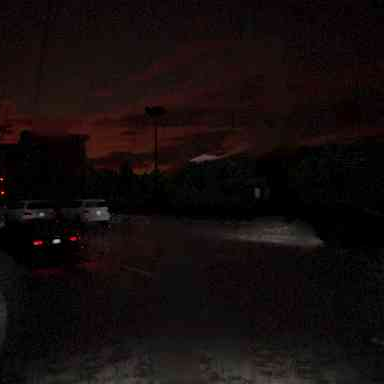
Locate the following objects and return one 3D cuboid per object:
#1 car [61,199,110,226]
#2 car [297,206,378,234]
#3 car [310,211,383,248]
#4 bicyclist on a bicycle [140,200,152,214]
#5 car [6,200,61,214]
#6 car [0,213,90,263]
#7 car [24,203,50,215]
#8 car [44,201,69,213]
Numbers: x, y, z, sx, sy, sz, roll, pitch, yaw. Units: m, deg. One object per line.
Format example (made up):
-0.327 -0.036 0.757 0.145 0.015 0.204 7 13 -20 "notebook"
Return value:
-8.410 1.577 25.654 2.150 2.045 5.566 0 0 -42 "car"
8.070 1.517 17.664 1.882 1.535 5.008 0 -1 -42 "car"
7.441 1.609 13.106 1.895 1.301 4.718 0 -1 -42 "car"
-5.311 1.726 38.666 1.656 1.620 0.582 -1 0 -42 "bicyclist on a bicycle"
-11.809 1.614 24.208 2.150 2.045 5.566 0 0 -42 "car"
-6.308 1.758 13.042 2.033 1.411 5.357 0 -1 -44 "car"
-21.110 2.219 45.192 1.837 1.490 4.892 0 -1 -42 "car"
-20.246 2.218 49.487 1.882 1.535 5.008 0 -1 -42 "car"
